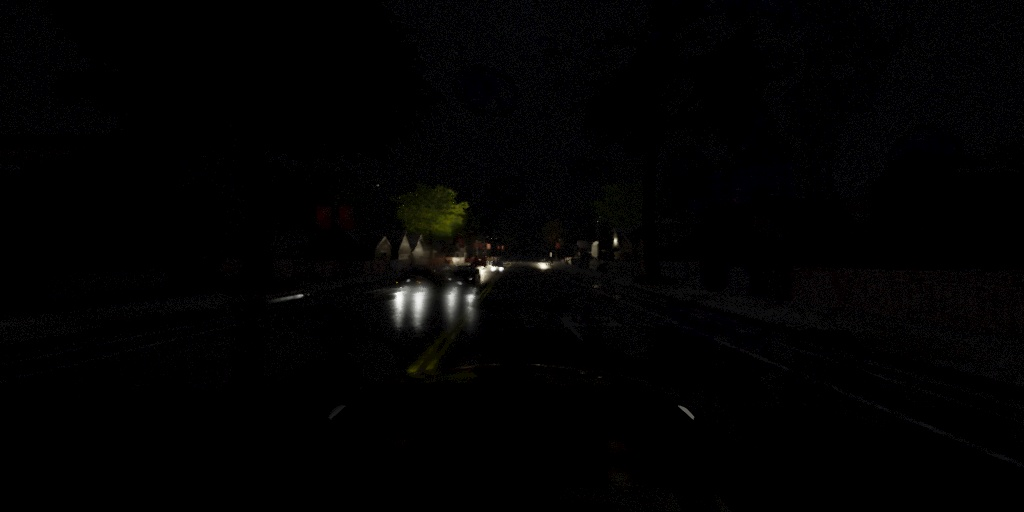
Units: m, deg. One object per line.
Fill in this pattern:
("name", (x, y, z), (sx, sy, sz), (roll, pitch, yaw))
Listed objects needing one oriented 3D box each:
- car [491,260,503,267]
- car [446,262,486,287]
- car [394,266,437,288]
("car", (-2.682, 1.395, 65.312), (1.895, 1.301, 4.718), (0, 0, 2))
("car", (-3.194, 1.335, 24.893), (2.033, 1.411, 5.357), (0, 0, 0))
("car", (-6.447, 1.348, 24.345), (1.994, 1.385, 4.181), (0, 0, 0))
